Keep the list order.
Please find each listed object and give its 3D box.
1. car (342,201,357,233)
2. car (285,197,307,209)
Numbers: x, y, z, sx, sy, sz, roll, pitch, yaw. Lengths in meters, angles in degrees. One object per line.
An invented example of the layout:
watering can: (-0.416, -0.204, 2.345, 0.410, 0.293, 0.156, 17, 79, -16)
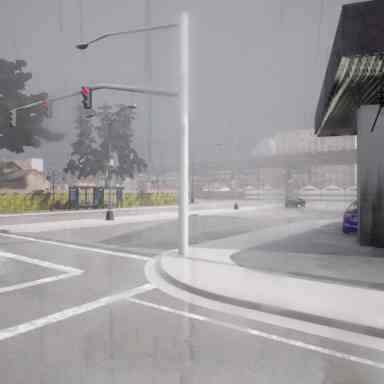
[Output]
car: (9.530, 1.295, 17.671, 2.242, 1.667, 4.611, 0, 0, 37)
car: (14.526, 1.505, 46.567, 1.837, 1.490, 4.892, 0, 0, 36)
